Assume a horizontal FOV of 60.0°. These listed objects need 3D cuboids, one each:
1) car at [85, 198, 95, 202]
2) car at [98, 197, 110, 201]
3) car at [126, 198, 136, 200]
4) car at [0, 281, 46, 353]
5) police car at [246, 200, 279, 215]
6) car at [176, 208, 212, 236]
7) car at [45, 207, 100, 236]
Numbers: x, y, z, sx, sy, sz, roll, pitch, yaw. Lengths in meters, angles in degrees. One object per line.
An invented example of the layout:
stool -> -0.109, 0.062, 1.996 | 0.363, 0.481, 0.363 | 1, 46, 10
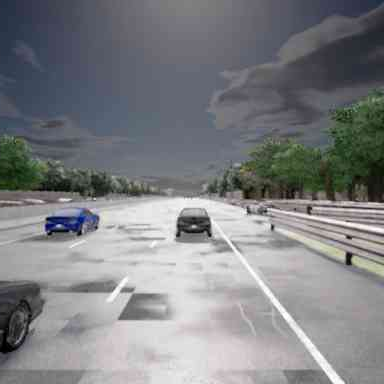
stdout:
car -> -27.980, 2.399, 91.419 | 1.812, 1.442, 4.674 | 0, -1, 0
car -> -24.480, 2.401, 91.723 | 1.812, 1.442, 4.674 | 0, -1, 0
car -> -17.480, 2.472, 91.690 | 1.895, 1.301, 4.718 | 0, -1, 0
car -> -3.399, 1.573, 3.164 | 2.033, 1.411, 5.357 | 0, 0, 0
police car -> 7.629, 1.733, 37.066 | 2.038, 1.542, 4.974 | -2, 0, -16
car -> 0.104, 1.637, 19.368 | 1.882, 1.535, 5.008 | 0, 0, 0
car -> -6.896, 1.640, 19.713 | 1.882, 1.535, 5.008 | 0, 0, 0
